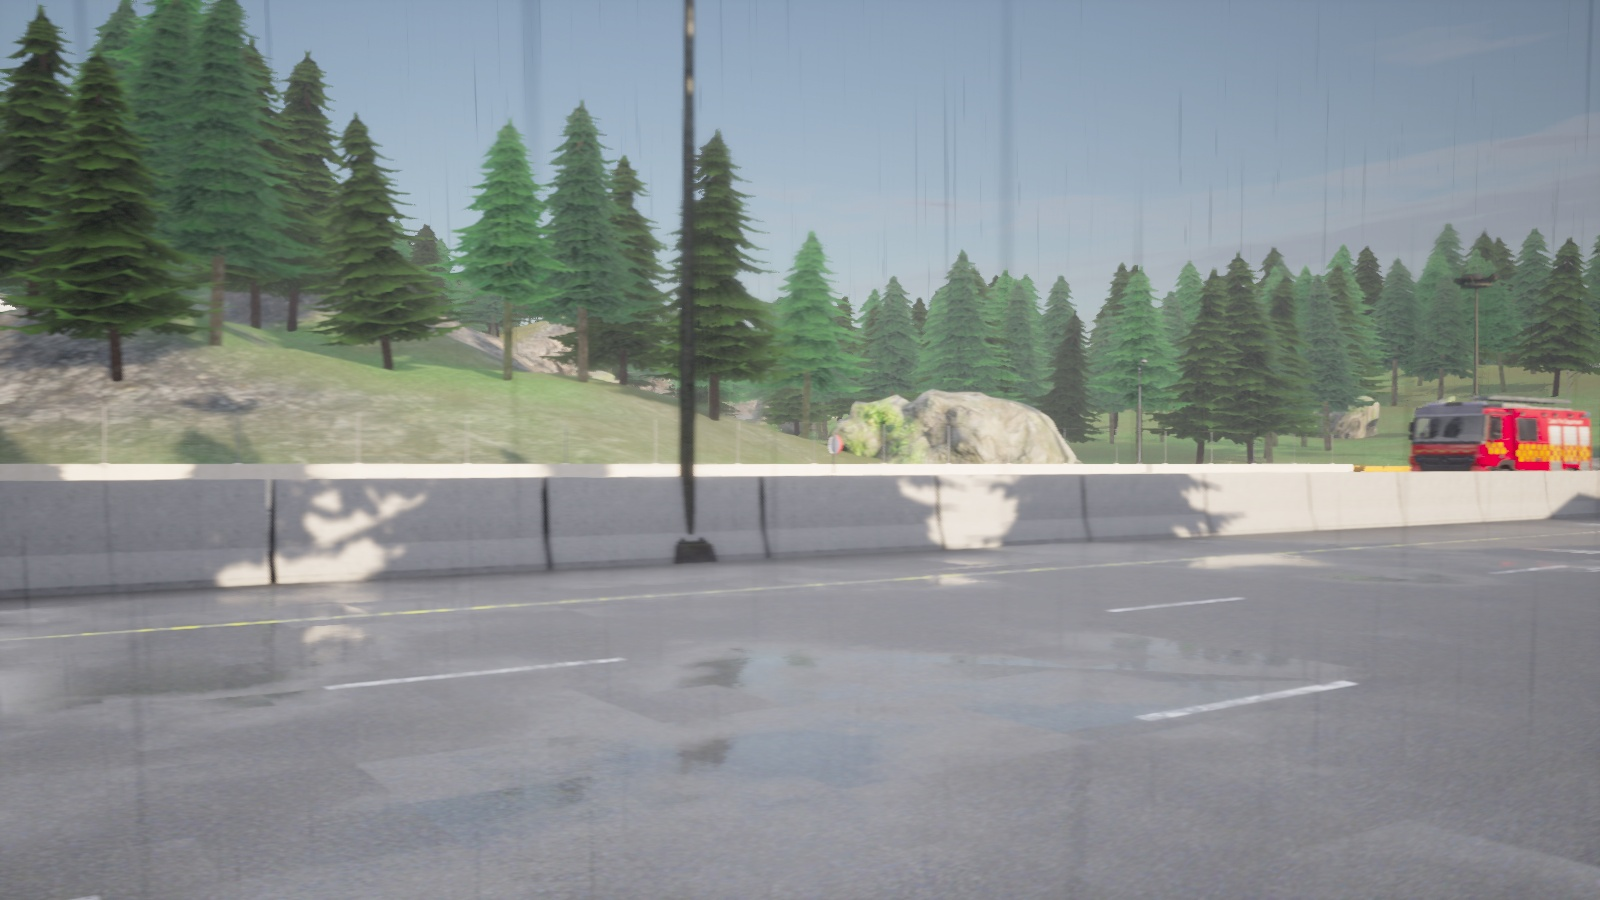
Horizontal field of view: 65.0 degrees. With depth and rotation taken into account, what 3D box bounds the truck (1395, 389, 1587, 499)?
[{"bbox_3d":[26.237,-0.200,47.507,8.468,3.827,2.891,0,0,-35],"label":"truck"}]
